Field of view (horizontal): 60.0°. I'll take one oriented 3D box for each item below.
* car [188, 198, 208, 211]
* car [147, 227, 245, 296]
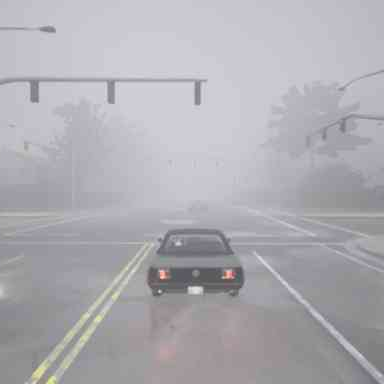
[{"bbox_3d":[0.688,1.342,36.881,1.812,1.442,4.674,0,0,1],"label":"car"},{"bbox_3d":[0.062,1.558,8.494,1.895,1.301,4.718,0,0,0],"label":"car"}]
